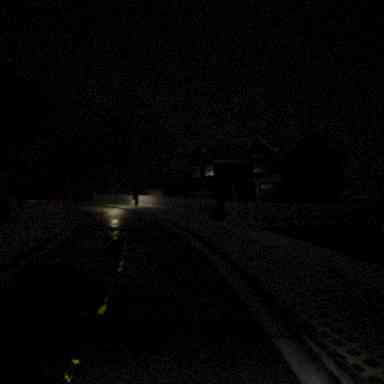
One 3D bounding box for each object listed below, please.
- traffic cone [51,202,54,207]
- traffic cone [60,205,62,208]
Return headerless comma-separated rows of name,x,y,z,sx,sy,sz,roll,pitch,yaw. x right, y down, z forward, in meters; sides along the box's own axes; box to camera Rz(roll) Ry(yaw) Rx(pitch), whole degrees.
traffic cone,-18.806,1.693,44.838,0.340,0.580,0.340,-1,1,-36
traffic cone,-16.076,1.716,40.834,0.340,0.580,0.340,-1,1,-33
